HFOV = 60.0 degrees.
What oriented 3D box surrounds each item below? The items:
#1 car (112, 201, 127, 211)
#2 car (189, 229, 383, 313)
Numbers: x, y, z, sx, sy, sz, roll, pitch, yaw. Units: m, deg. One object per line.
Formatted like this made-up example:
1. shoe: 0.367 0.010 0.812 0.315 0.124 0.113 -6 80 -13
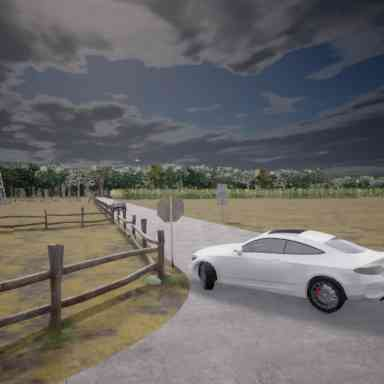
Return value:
1. car: -10.894 1.990 49.471 2.033 1.411 5.357 -2 0 -18
2. car: 2.068 1.618 7.850 4.674 1.442 1.812 -2 0 38
